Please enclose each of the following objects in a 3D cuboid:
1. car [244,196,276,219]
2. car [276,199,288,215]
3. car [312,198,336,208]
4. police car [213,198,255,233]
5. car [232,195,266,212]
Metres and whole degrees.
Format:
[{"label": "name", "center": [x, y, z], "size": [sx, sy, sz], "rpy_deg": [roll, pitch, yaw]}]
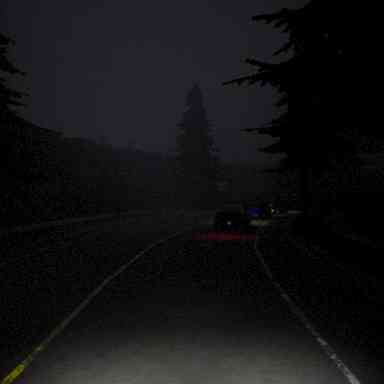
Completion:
[{"label": "car", "center": [5.550, 1.426, 28.601], "size": [1.882, 1.535, 5.008], "rpy_deg": [0, 0, 25]}, {"label": "car", "center": [8.234, 1.447, 33.577], "size": [1.837, 1.490, 4.892], "rpy_deg": [0, 0, 32]}, {"label": "car", "center": [18.676, 1.489, 46.678], "size": [4.181, 1.385, 1.994], "rpy_deg": [0, 0, -37]}, {"label": "police car", "center": [2.511, 1.388, 19.809], "size": [1.930, 1.638, 5.238], "rpy_deg": [0, 0, 13]}, {"label": "car", "center": [6.815, 1.280, 39.311], "size": [2.097, 1.767, 4.553], "rpy_deg": [0, 0, 38]}]
